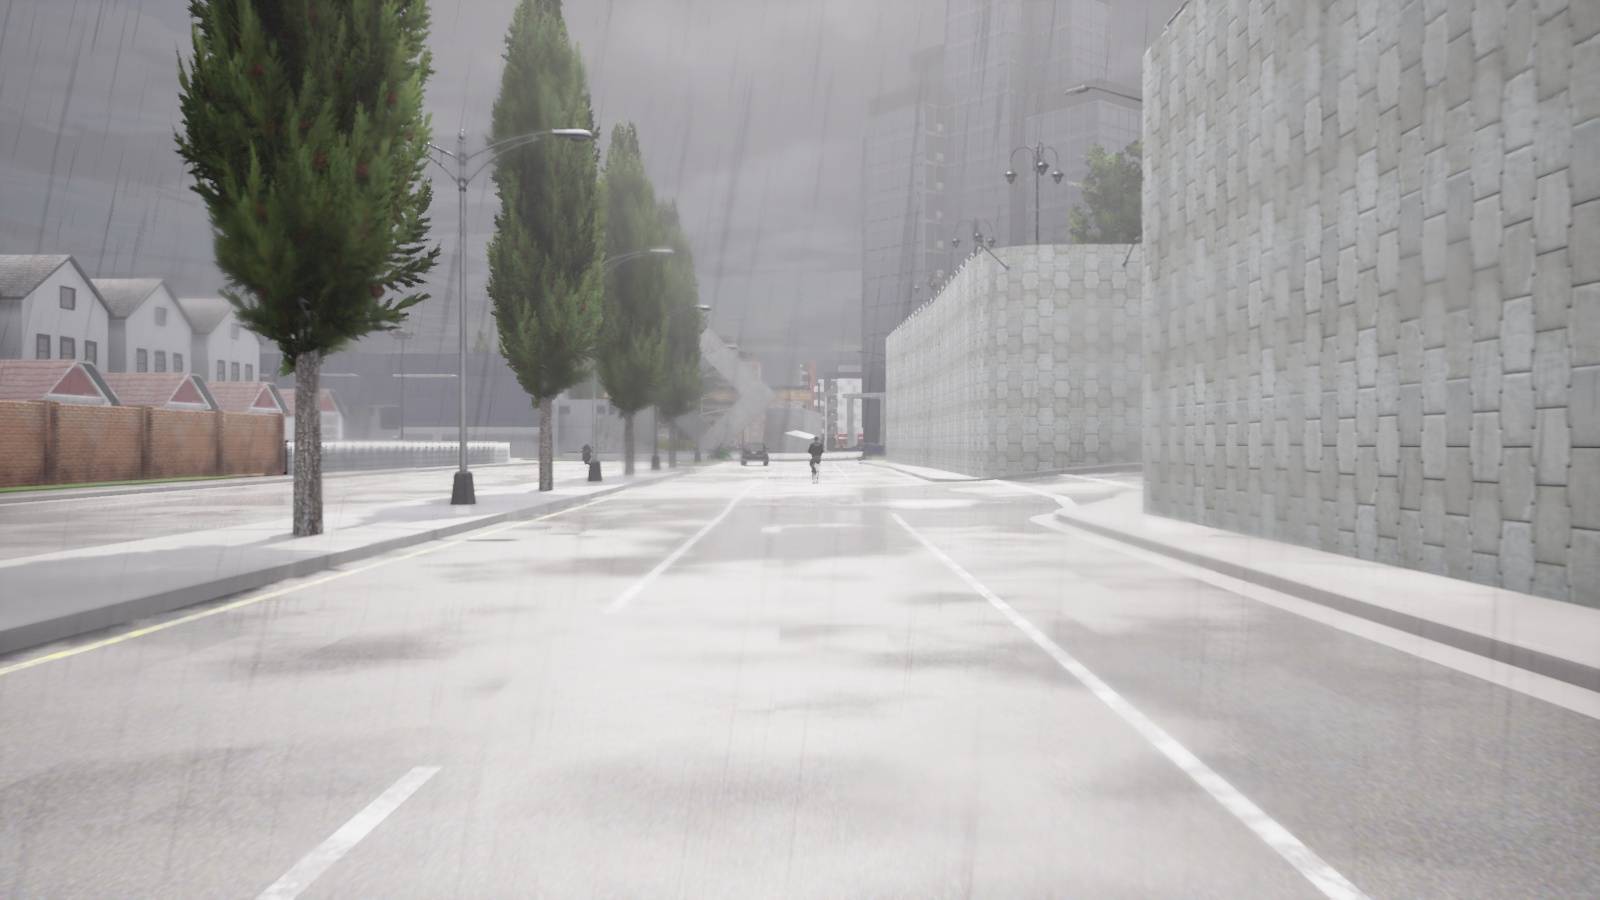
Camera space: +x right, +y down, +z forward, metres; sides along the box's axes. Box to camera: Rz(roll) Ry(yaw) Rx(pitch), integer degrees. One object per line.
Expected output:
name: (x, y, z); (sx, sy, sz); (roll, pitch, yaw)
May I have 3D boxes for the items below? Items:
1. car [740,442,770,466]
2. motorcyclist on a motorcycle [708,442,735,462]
car: (-2.960, 0.253, 83.416); (1.789, 1.549, 3.705); (0, 0, 1)
motorcyclist on a motorcycle: (-6.022, 0.183, 95.968); (2.044, 1.523, 0.797); (0, -1, -4)
